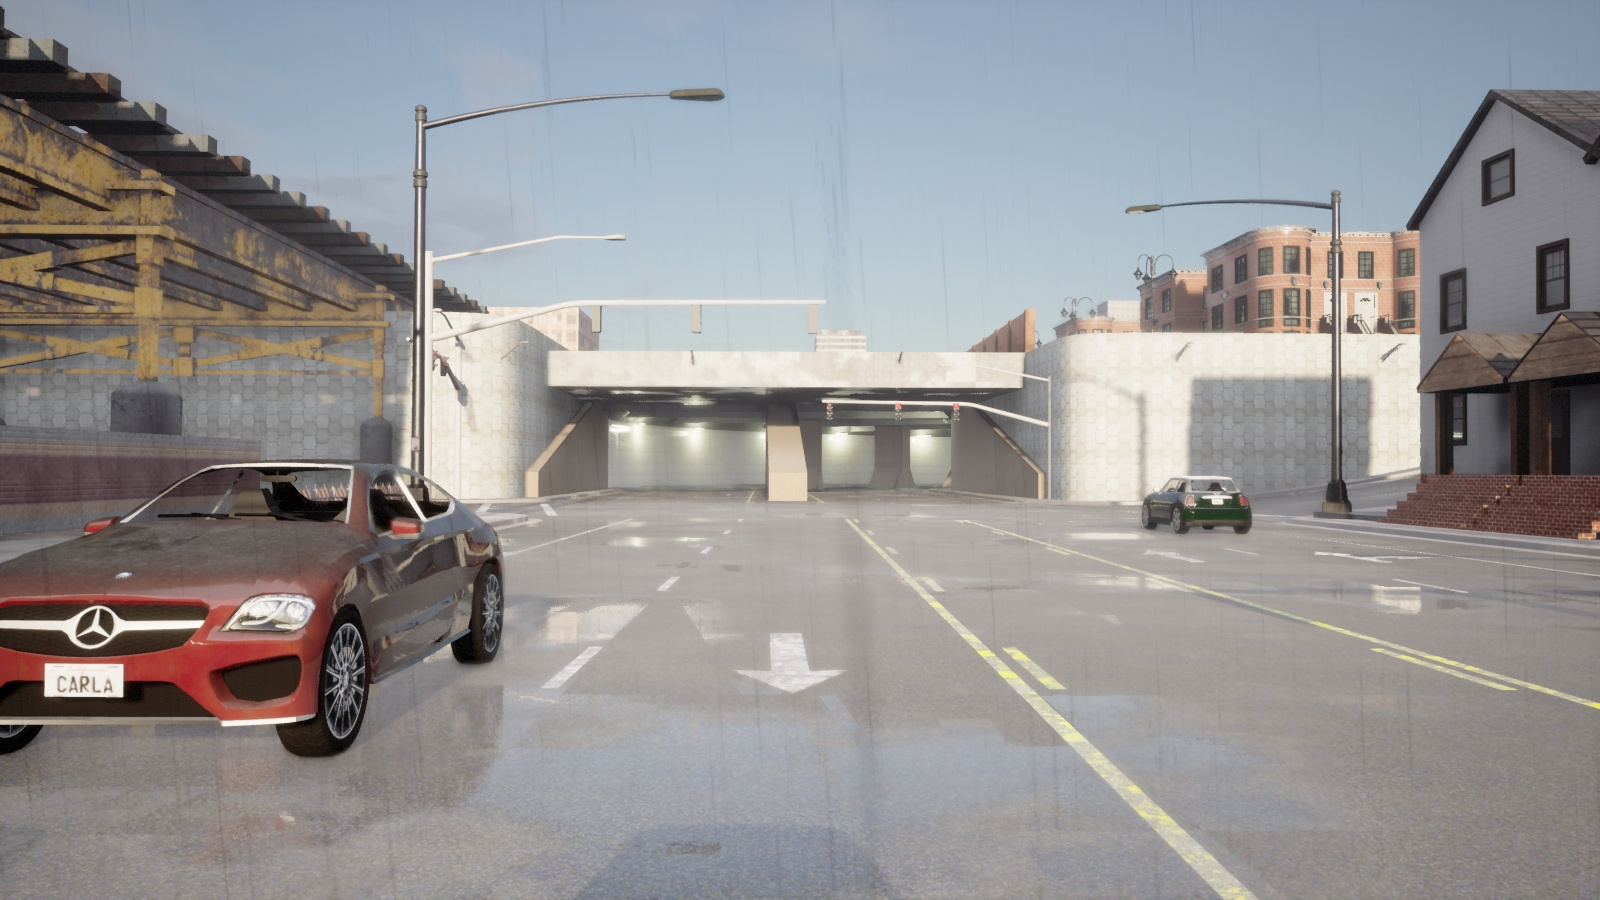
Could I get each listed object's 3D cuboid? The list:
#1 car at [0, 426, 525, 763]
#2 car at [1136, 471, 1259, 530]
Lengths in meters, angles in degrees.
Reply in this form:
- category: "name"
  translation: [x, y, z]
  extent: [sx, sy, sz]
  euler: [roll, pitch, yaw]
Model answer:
- category: "car"
  translation: [-3.521, 0.753, 8.692]
  extent: [2.152, 1.651, 5.027]
  euler: [0, -1, 0]
- category: "car"
  translation: [10.448, 1.296, 33.317]
  extent: [1.970, 1.475, 3.806]
  euler: [0, -1, -1]
